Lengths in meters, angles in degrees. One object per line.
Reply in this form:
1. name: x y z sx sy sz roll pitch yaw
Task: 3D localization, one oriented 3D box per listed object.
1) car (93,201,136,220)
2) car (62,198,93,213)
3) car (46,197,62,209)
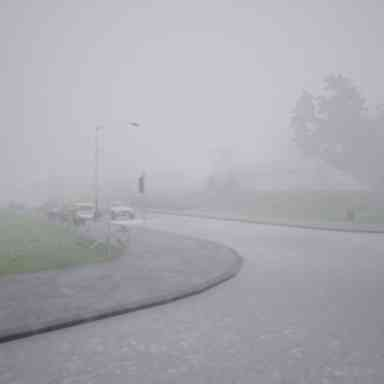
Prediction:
1. car: -6.411 1.480 27.931 1.812 1.442 4.674 0 0 -36
2. car: -12.210 1.432 36.052 1.882 1.535 5.008 0 0 -35
3. car: -18.155 1.446 44.440 2.128 1.511 4.902 0 0 -35
